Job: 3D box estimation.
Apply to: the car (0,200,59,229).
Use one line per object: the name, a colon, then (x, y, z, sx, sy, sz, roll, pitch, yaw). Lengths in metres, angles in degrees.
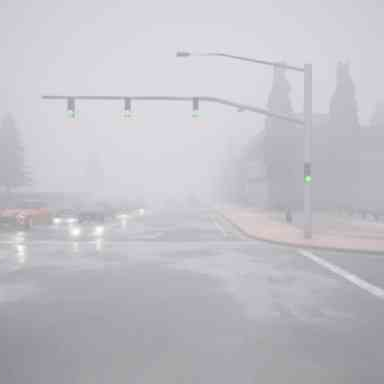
car: (-10.597, 1.320, 21.189, 2.097, 1.767, 4.553, 0, 0, 0)

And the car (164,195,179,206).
car: (-3.411, 1.519, 54.325, 1.895, 1.301, 4.718, 0, 0, 0)

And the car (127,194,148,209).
car: (-7.022, 1.438, 44.330, 1.837, 1.490, 4.892, 0, 0, 0)

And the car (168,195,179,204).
car: (-3.514, 1.380, 64.402, 1.882, 1.535, 5.008, 0, 0, 0)

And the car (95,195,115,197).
car: (-10.564, 1.420, 38.593, 1.882, 1.535, 5.008, 0, 0, 0)

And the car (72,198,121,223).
car: (-7.088, 1.440, 25.265, 1.882, 1.535, 5.008, 0, 0, 0)

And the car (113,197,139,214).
car: (-7.076, 1.512, 34.257, 1.994, 1.385, 4.181, 0, 0, 1)

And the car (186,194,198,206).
car: (-0.012, 1.482, 54.207, 1.994, 1.385, 4.181, 0, 0, 0)

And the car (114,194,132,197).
car: (-10.511, 1.474, 49.054, 2.033, 1.411, 5.357, 0, 0, 0)

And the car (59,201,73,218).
car: (-10.588, 1.519, 29.820, 1.994, 1.385, 4.181, 0, 0, 1)
